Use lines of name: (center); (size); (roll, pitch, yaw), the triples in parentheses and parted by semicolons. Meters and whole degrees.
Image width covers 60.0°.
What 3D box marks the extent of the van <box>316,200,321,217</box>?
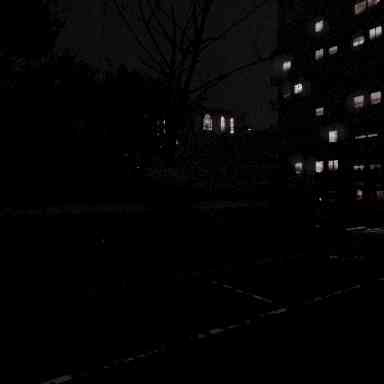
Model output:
van: (10.526, 1.646, 32.576); (1.690, 1.788, 3.998); (-1, 0, -36)
